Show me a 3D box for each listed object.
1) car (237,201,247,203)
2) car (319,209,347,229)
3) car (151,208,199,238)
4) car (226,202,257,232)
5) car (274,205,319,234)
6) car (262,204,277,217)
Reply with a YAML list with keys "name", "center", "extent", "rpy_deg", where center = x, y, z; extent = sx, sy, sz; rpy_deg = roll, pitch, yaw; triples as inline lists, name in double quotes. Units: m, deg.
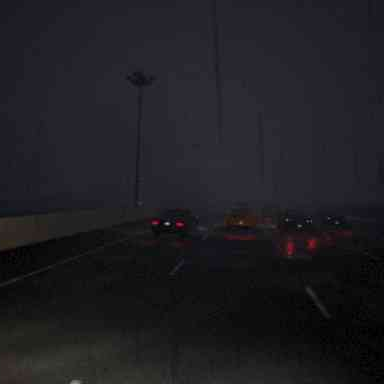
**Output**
- name: "car"
  center: [5.870, 1.886, 39.509]
  extent: [2.097, 1.767, 4.553]
  rpy_deg: [2, -1, 8]
- name: "car"
  center: [11.048, 2.099, 26.779]
  extent: [1.812, 1.442, 4.674]
  rpy_deg: [2, -1, 9]
- name: "car"
  center: [-0.815, 1.606, 18.384]
  extent: [2.033, 1.411, 5.357]
  rpy_deg: [2, -1, 8]
- name: "car"
  center: [3.307, 1.724, 22.304]
  extent: [1.882, 1.535, 5.008]
  rpy_deg: [2, -1, 9]
- name: "car"
  center: [6.841, 1.899, 22.305]
  extent: [1.812, 1.442, 4.674]
  rpy_deg: [2, -1, 8]
- name: "car"
  center: [9.404, 2.153, 39.514]
  extent: [2.128, 1.511, 4.902]
  rpy_deg: [2, -1, 8]
